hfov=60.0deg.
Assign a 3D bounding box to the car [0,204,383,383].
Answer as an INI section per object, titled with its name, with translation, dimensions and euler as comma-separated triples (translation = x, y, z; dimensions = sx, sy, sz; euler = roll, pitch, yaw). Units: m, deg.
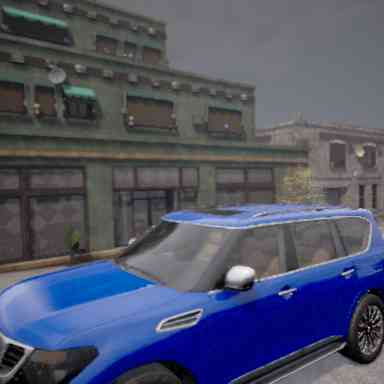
[car]
translation = 0.471, 1.220, 4.310
dimensions = 5.566, 2.045, 2.150
euler = 0, 0, -35
